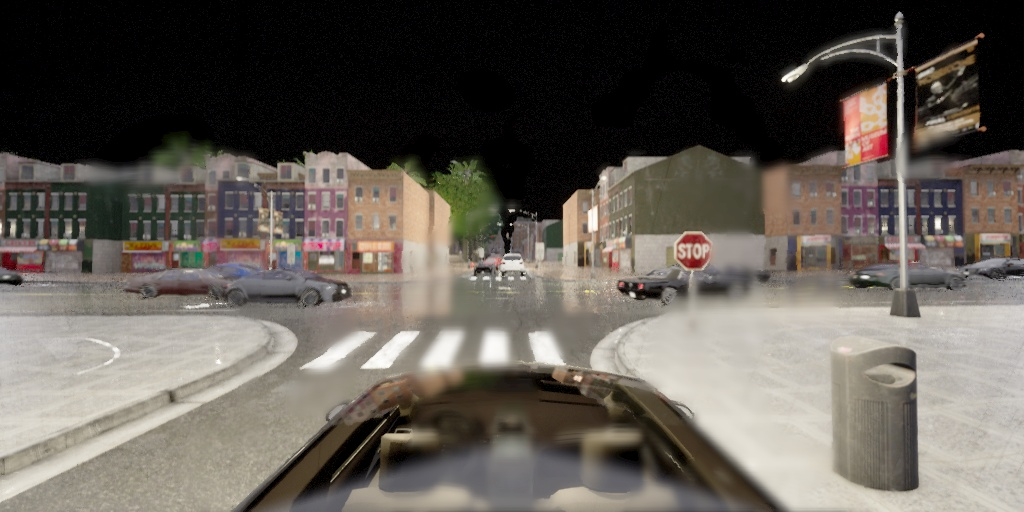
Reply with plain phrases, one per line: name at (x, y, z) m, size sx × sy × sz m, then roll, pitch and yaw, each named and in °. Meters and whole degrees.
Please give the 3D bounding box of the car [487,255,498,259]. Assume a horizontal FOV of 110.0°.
car at (-2.640, 1.048, 46.429) m, size 1.882 × 1.535 × 5.008 m, roll 0°, pitch 0°, yaw 0°

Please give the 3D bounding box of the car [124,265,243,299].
car at (-14.974, 1.274, 17.024) m, size 5.357 × 1.411 × 2.033 m, roll 0°, pitch -1°, yaw -1°

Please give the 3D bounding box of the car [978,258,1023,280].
car at (33.030, 0.856, 24.258) m, size 4.674 × 1.442 × 1.812 m, roll -1°, pitch -1°, yaw -1°

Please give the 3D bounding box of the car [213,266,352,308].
car at (-8.514, 1.206, 13.845) m, size 4.181 × 1.385 × 1.994 m, roll 0°, pitch -1°, yaw -1°

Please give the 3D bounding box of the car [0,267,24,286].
car at (-35.124, 1.329, 23.495) m, size 4.181 × 1.385 × 1.994 m, roll 0°, pitch -1°, yaw -1°

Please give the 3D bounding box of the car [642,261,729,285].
car at (11.513, 1.128, 24.042) m, size 4.892 × 1.490 × 1.837 m, roll 0°, pitch -1°, yaw 0°

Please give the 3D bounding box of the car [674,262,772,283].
car at (12.087, 1.154, 20.780) m, size 4.718 × 1.301 × 1.895 m, roll -1°, pitch -1°, yaw -1°

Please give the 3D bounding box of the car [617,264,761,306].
car at (6.521, 1.088, 13.504) m, size 4.718 × 1.301 × 1.895 m, roll 0°, pitch -1°, yaw -14°

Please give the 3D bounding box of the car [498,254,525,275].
car at (0.127, 0.836, 36.131) m, size 2.150 × 2.045 × 5.566 m, roll 0°, pitch 0°, yaw 2°

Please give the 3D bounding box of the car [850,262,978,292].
car at (19.120, 0.965, 17.412) m, size 4.181 × 1.385 × 1.994 m, roll -1°, pitch -1°, yaw -1°

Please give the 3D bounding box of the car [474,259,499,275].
car at (-2.676, 1.216, 36.000) m, size 1.895 × 1.301 × 4.718 m, roll 0°, pitch 0°, yaw 2°
